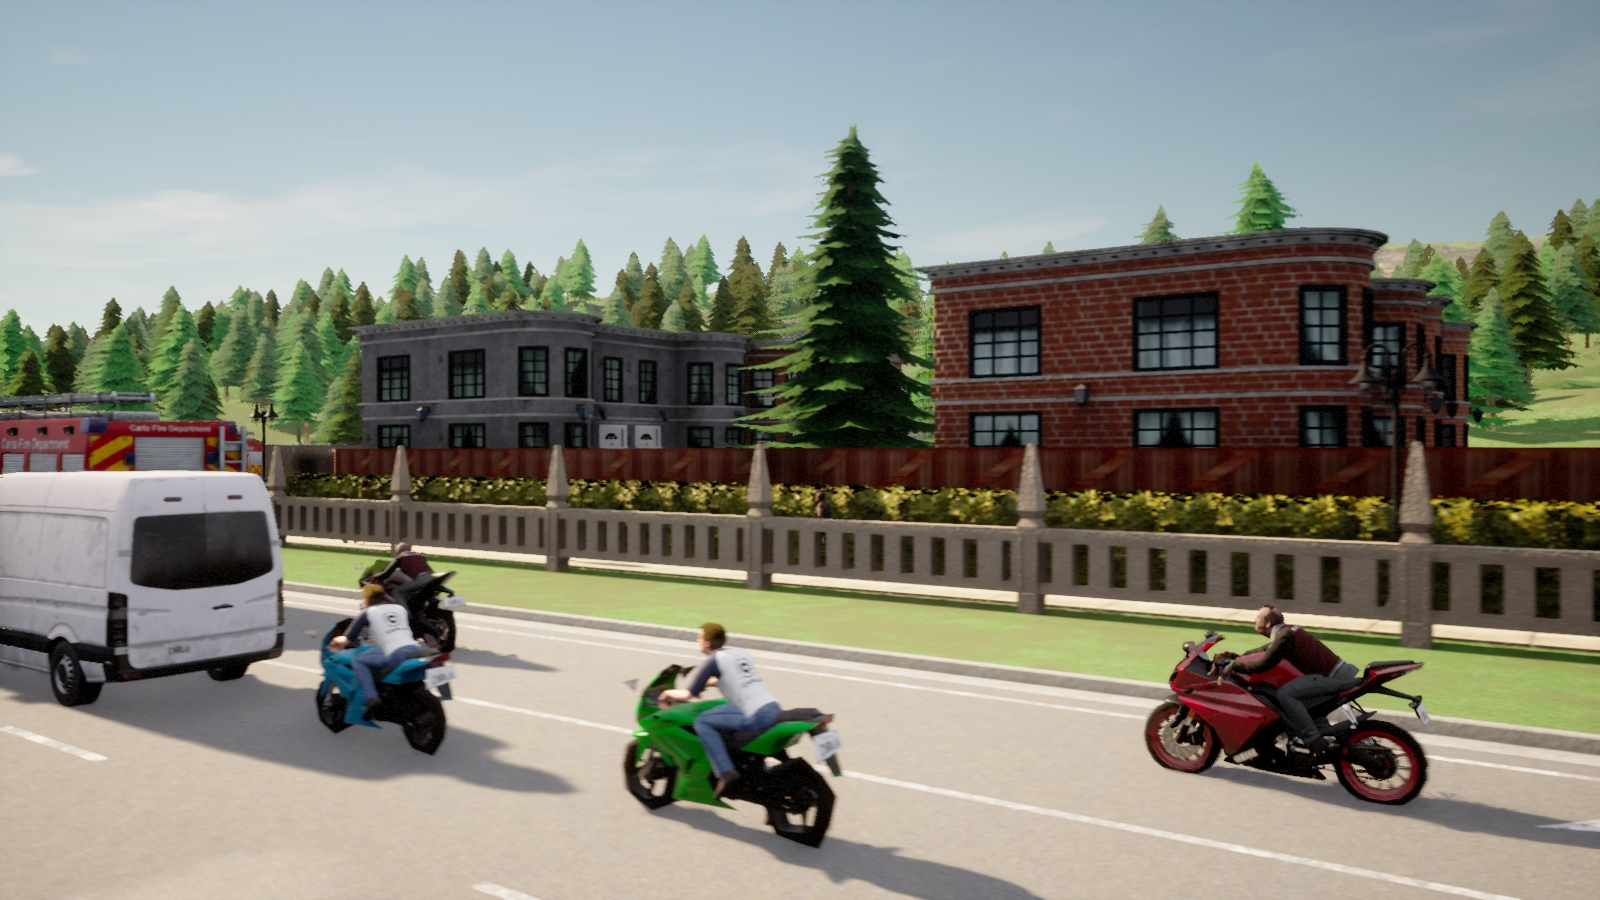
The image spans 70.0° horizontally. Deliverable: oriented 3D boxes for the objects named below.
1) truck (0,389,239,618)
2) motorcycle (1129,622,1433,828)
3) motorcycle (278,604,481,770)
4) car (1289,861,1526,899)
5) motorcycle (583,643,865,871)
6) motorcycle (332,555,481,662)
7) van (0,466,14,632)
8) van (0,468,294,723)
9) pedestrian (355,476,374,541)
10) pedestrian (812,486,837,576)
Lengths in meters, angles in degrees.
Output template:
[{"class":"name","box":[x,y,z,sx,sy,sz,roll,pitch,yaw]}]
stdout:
[{"class":"truck","box":[-14.829,0.900,22.709,8.468,3.827,2.891,0,0,35]},{"class":"motorcycle","box":[3.981,2.206,9.543,2.209,1.251,0.867,0,0,35]},{"class":"motorcycle","box":[-4.027,2.190,10.877,2.033,1.199,0.803,0,0,35]},{"class":"car","box":[2.878,2.065,1.770,4.193,1.474,1.816,0,0,35]},{"class":"motorcycle","box":[-0.597,2.188,8.475,2.033,1.199,0.803,0,0,35]},{"class":"motorcycle","box":[-5.619,2.210,16.265,2.209,1.251,0.867,0,0,35]},{"class":"van","box":[-15.299,1.542,18.768,5.915,2.561,1.988,0,0,35]},{"class":"van","box":[-8.943,1.540,14.314,5.915,2.561,1.988,0,0,35]},{"class":"pedestrian","box":[-12.753,1.709,33.428,0.375,1.860,0.375,0,0,33]},{"class":"pedestrian","box":[0.510,1.701,24.154,0.375,1.860,0.375,0,0,38]}]
